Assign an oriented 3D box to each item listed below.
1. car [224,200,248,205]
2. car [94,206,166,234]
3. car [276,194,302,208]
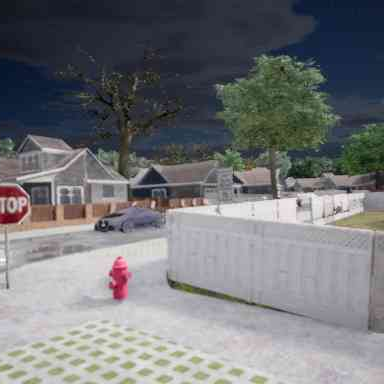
[{"bbox_3d":[3.586,1.403,28.334,1.895,1.301,4.718,-3,-1,36],"label":"car"},{"bbox_3d":[-3.412,1.512,18.824,1.994,1.385,4.181,-3,-1,36],"label":"car"},{"bbox_3d":[11.060,1.004,38.480,2.097,1.767,4.553,-3,-1,37],"label":"car"}]
